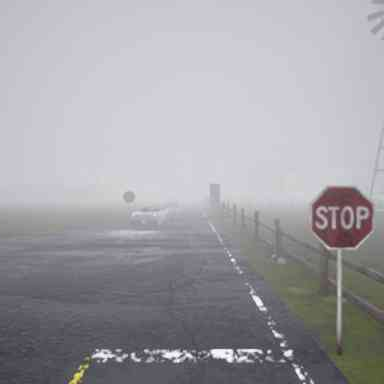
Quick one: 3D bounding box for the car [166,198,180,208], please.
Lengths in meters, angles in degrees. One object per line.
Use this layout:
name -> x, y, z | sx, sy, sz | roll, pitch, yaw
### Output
car -> -2.833, 1.644, 48.834 | 1.994, 1.385, 4.181 | 0, 0, 0

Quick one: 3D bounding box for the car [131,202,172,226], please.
car -> -2.933, 1.641, 23.984 | 1.895, 1.301, 4.718 | 0, 0, 6
